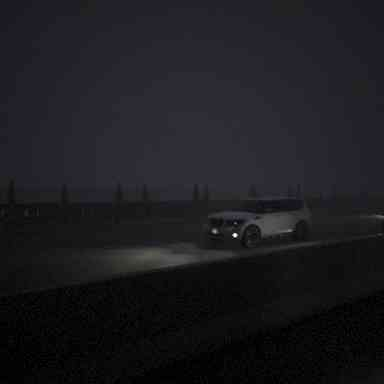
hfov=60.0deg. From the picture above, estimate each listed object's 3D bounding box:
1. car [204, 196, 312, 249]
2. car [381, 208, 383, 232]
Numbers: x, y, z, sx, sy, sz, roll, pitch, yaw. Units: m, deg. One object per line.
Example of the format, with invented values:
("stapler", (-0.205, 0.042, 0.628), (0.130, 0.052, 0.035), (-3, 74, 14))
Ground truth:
("car", (3.128, 1.223, 14.998), (5.566, 2.045, 2.150), (0, 0, -37))
("car", (11.544, 1.598, 16.909), (4.718, 1.301, 1.895), (0, 0, -37))
